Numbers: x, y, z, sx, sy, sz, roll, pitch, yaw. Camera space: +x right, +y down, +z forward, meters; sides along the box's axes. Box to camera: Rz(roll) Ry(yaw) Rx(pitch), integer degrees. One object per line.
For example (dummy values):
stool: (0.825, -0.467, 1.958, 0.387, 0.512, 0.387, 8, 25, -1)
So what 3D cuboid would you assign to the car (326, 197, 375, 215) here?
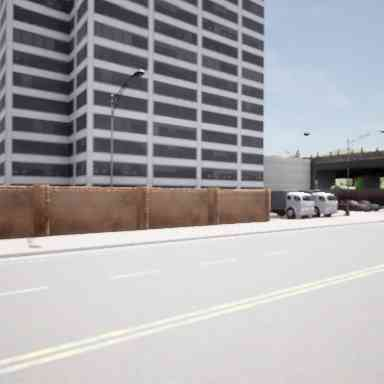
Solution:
car: (19.764, 1.755, 41.587, 1.812, 1.442, 4.674, 0, 0, -36)

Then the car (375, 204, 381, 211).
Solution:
car: (22.490, 1.817, 43.792, 1.994, 1.385, 4.181, 0, 0, -36)
